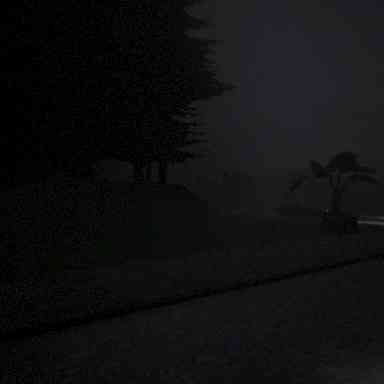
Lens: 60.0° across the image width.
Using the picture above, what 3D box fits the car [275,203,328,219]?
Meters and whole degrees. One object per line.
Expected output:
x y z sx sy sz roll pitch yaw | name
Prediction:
10.111 1.730 30.654 1.895 1.301 4.718 0 0 -35 | car
